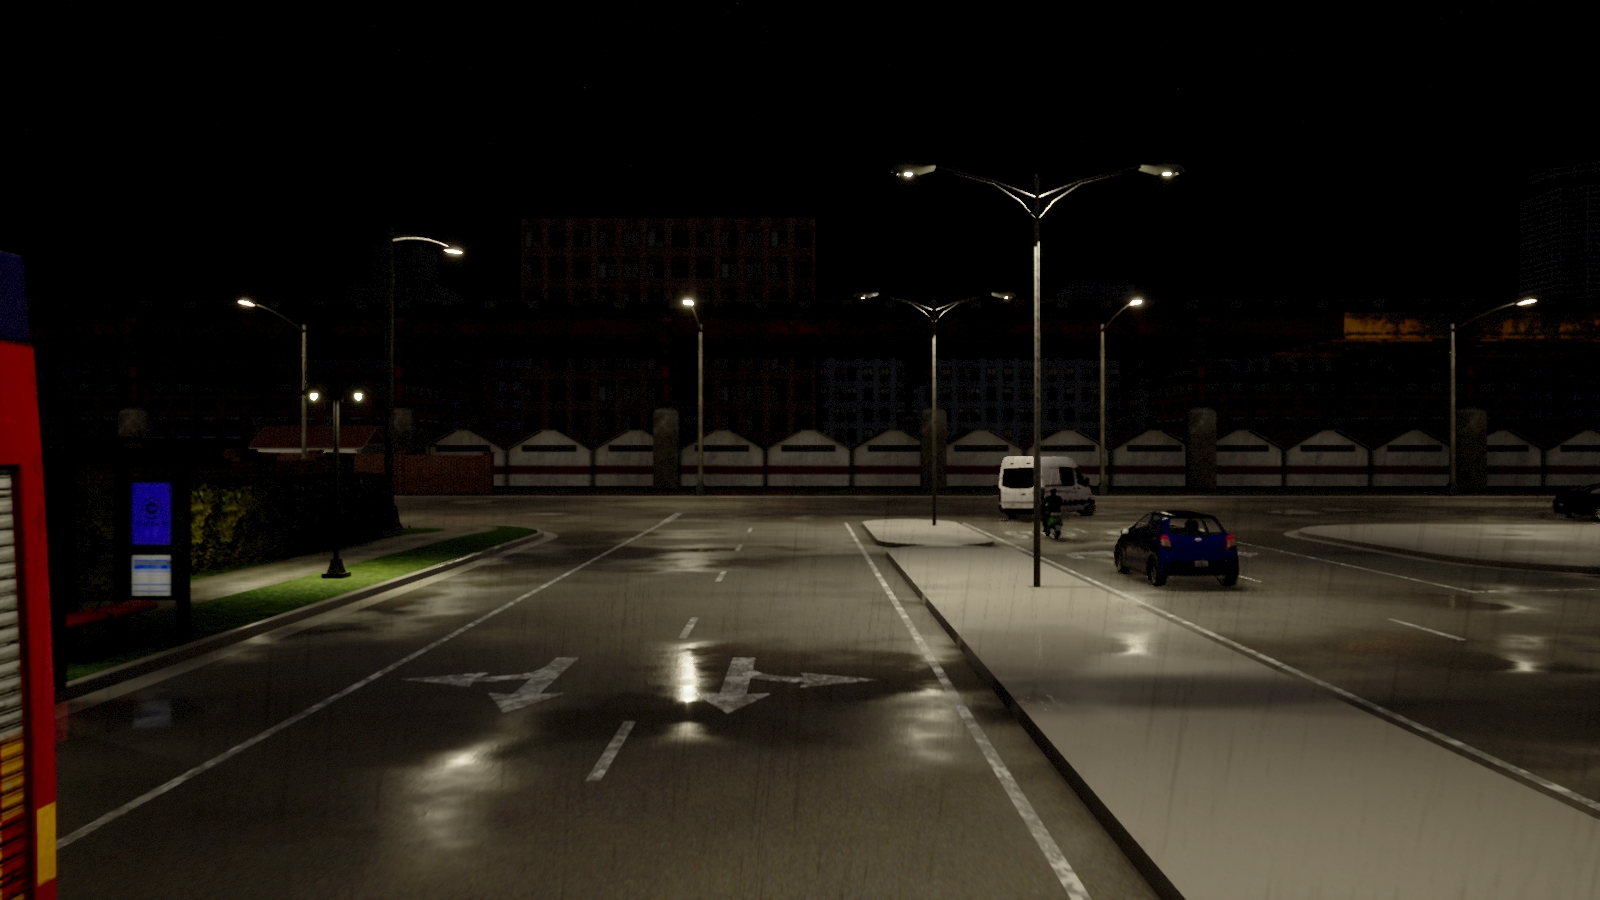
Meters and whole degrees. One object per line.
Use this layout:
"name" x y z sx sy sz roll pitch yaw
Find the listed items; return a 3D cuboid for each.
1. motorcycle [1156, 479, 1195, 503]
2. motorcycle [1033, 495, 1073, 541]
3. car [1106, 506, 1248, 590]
"motorcycle" 20.049 2.184 60.994 1.805 1.236 0.856 0 0 0
"motorcycle" 7.993 2.131 36.208 0.856 1.341 1.805 0 0 0
"car" 8.003 2.038 24.601 1.845 1.501 3.633 0 0 0
